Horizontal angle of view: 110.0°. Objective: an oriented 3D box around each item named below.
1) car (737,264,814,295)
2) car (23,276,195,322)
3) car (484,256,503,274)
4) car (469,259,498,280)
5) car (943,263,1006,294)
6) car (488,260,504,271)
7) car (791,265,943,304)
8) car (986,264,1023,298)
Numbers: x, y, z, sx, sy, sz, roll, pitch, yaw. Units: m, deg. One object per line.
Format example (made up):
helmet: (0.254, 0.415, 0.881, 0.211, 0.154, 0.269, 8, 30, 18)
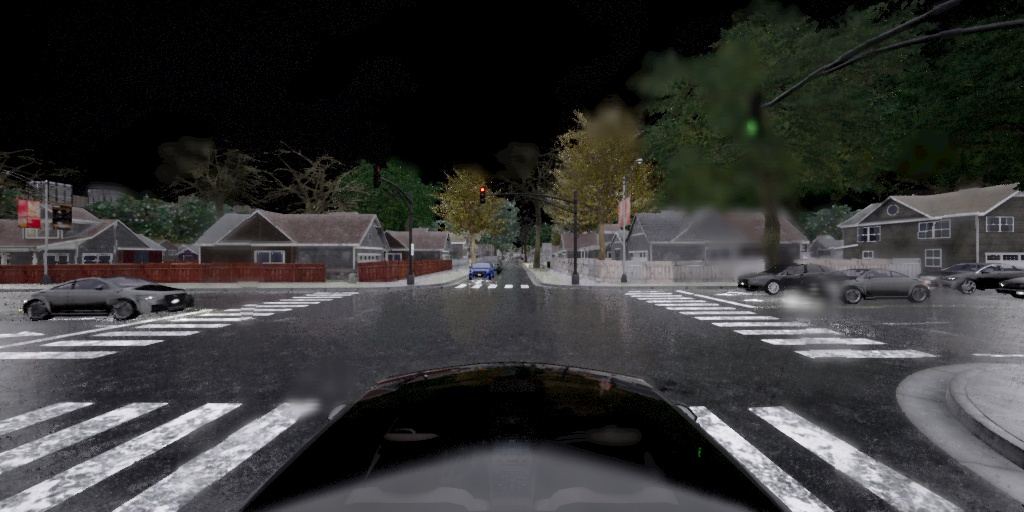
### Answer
car: (14.263, 1.159, 18.335, 4.892, 1.490, 1.837, 0, 0, 2)
car: (-13.567, 1.384, 12.261, 4.181, 1.385, 1.994, 0, 0, -2)
car: (-2.397, 0.994, 41.665, 2.150, 2.045, 5.566, 0, 0, 1)
car: (-2.592, 1.242, 31.429, 1.882, 1.535, 5.008, 0, 0, 1)
car: (23.593, 1.094, 18.197, 4.902, 1.511, 2.128, 0, 0, 1)
car: (-2.264, 1.331, 51.981, 2.033, 1.411, 5.357, 0, 0, 1)
car: (14.717, 1.217, 15.087, 4.181, 1.385, 1.994, 0, 0, 1)
car: (23.954, 1.150, 14.939, 5.357, 1.411, 2.033, 0, 0, 1)
